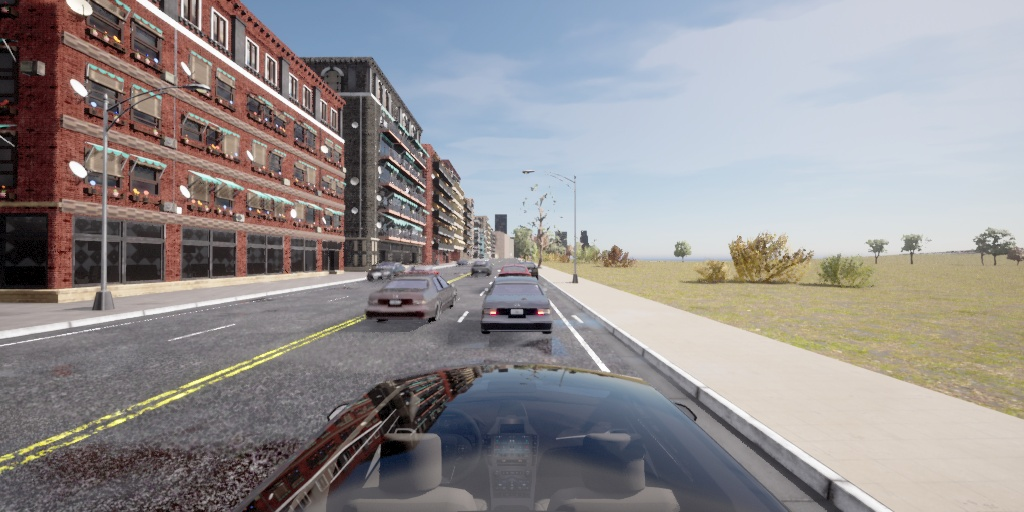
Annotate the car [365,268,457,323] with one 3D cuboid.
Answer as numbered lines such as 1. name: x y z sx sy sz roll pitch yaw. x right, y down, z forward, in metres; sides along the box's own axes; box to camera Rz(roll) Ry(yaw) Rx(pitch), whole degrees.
1. car: -3.127 1.299 12.149 2.033 1.411 5.357 0 0 0

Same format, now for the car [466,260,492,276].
1. car: -3.068 1.247 36.784 2.128 1.511 4.902 0 0 0

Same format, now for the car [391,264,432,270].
1. car: -6.545 1.354 25.126 1.895 1.301 4.718 0 0 0

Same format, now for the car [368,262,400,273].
1. car: -9.790 1.245 28.300 2.128 1.511 4.902 0 0 0

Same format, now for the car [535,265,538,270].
1. car: 1.204 1.232 30.534 1.882 1.535 5.008 0 0 0

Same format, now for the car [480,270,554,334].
1. car: 0.119 1.299 10.557 2.033 1.411 5.357 0 0 0

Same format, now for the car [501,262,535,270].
1. car: 0.147 1.231 21.097 1.882 1.535 5.008 0 0 0
